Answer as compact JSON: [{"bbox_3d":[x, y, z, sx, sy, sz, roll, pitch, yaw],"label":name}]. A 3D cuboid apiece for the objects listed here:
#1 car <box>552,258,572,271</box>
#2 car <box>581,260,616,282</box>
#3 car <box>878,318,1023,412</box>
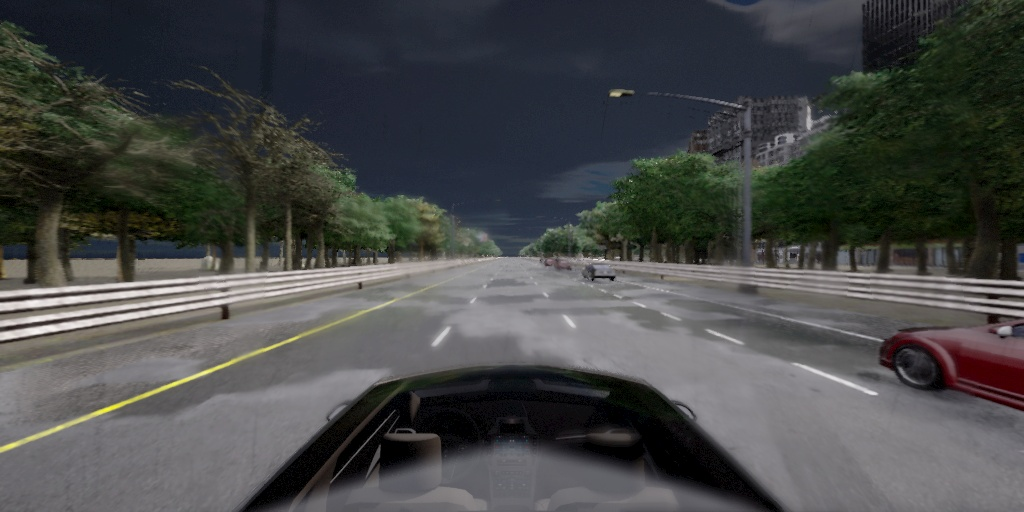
[{"bbox_3d":[7.030,1.287,49.472,1.812,1.442,4.674,0,0,0],"label":"car"},{"bbox_3d":[7.016,1.306,29.473,2.033,1.411,5.357,0,0,0],"label":"car"},{"bbox_3d":[6.999,1.320,4.107,1.994,1.385,4.181,0,0,0],"label":"car"}]
